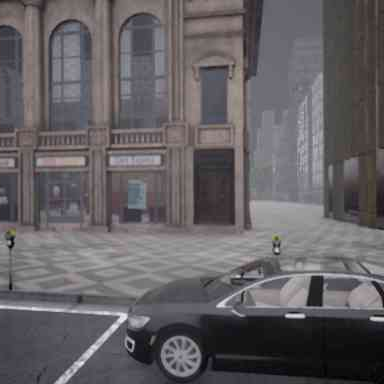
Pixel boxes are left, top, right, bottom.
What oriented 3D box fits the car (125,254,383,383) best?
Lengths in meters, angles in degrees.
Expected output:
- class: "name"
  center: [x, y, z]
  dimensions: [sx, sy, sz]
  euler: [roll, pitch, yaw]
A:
- class: "car"
  center: [1.307, 1.549, 4.446]
  dimensions: [4.403, 1.369, 2.008]
  euler: [0, 0, 9]
